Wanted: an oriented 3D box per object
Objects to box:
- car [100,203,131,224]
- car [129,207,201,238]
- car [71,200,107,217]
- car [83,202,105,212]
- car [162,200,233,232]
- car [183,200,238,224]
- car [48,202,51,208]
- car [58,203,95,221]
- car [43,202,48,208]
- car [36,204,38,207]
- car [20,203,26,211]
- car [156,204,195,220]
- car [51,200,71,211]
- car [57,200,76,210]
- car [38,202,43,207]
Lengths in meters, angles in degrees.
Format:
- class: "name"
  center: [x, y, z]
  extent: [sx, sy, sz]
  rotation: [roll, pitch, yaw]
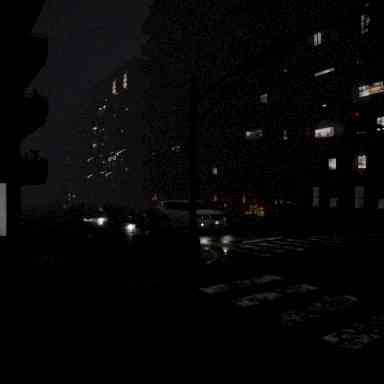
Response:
- class: "car"
  center: [-6.171, 2.051, 30.479]
  extent: [2.033, 1.411, 5.357]
  rotation: [0, -1, -36]
- class: "car"
  center: [-1.764, 1.833, 19.970]
  extent: [1.752, 1.417, 4.829]
  rotation: [-1, 0, -36]
- class: "car"
  center: [-12.032, 2.036, 38.585]
  extent: [2.097, 1.767, 4.553]
  rotation: [0, -1, -36]
- class: "car"
  center: [-16.312, 2.432, 55.097]
  extent: [1.882, 1.535, 5.008]
  rotation: [0, -1, -36]
- class: "car"
  center: [-0.127, 1.538, 22.145]
  extent: [2.150, 2.045, 5.566]
  rotation: [0, -1, -36]
- class: "car"
  center: [1.527, 1.713, 29.643]
  extent: [2.192, 1.841, 5.009]
  rotation: [-1, 0, -36]
- class: "car"
  center: [-28.394, 2.623, 70.908]
  extent: [2.192, 1.841, 5.009]
  rotation: [-1, 0, -36]
- class: "car"
  center: [-11.838, 2.163, 33.863]
  extent: [1.887, 1.381, 4.507]
  rotation: [-1, 0, -36]
- class: "car"
  center: [-31.712, 2.972, 75.492]
  extent: [1.947, 1.339, 4.313]
  rotation: [-1, 0, -36]
- class: "car"
  center: [-38.357, 3.168, 84.665]
  extent: [1.947, 1.339, 4.313]
  rotation: [-1, 0, -36]
- class: "car"
  center: [-31.786, 2.769, 61.374]
  extent: [1.887, 1.381, 4.507]
  rotation: [-1, 0, -36]
- class: "car"
  center: [-1.791, 2.045, 34.227]
  extent: [1.887, 1.381, 4.507]
  rotation: [-1, 0, -36]
- class: "car"
  center: [-23.182, 2.599, 59.395]
  extent: [1.837, 1.490, 4.892]
  rotation: [0, -1, -36]
- class: "car"
  center: [-25.069, 2.524, 66.322]
  extent: [2.192, 1.841, 5.009]
  rotation: [-1, 0, -36]
- class: "car"
  center: [-35.038, 3.049, 80.077]
  extent: [1.887, 1.381, 4.507]
  rotation: [-1, 0, -36]
